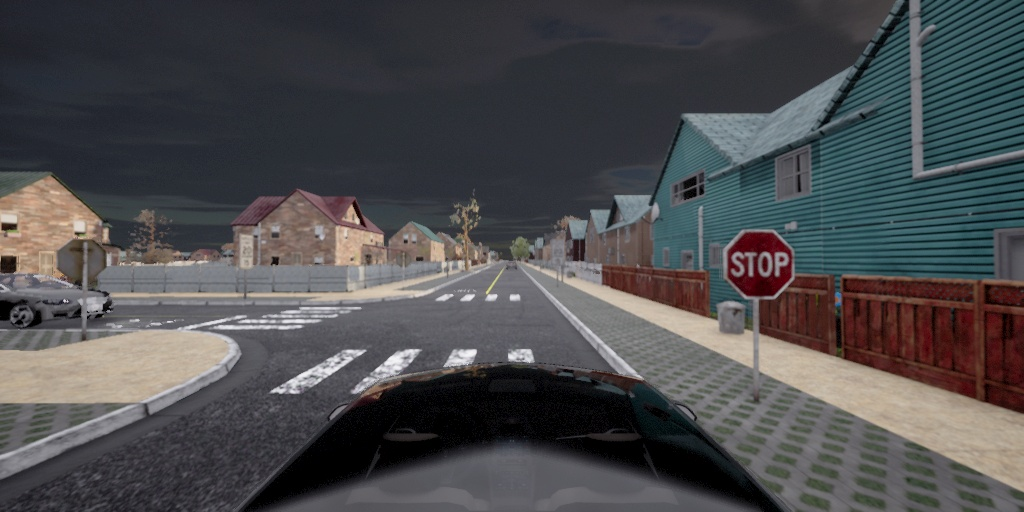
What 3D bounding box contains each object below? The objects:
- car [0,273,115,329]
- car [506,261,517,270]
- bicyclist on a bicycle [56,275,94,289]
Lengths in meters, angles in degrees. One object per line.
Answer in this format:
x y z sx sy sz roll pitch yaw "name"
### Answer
-14.985 1.276 10.757 4.902 1.511 2.128 0 -1 -1 "car"
-0.072 1.620 64.187 2.128 1.511 4.902 0 0 0 "car"
-20.252 1.183 16.565 0.582 1.620 1.656 0 -1 -1 "bicyclist on a bicycle"
